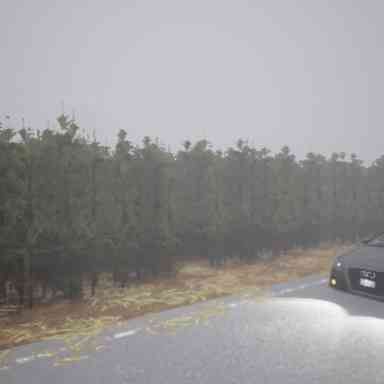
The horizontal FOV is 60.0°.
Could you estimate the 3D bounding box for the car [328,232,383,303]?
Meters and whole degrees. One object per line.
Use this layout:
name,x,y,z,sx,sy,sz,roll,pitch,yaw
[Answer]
car,4.985,1.557,7.512,4.181,1.385,1.994,0,0,-35
